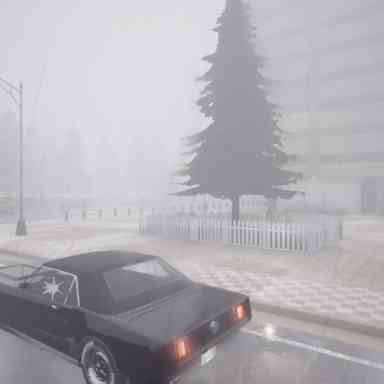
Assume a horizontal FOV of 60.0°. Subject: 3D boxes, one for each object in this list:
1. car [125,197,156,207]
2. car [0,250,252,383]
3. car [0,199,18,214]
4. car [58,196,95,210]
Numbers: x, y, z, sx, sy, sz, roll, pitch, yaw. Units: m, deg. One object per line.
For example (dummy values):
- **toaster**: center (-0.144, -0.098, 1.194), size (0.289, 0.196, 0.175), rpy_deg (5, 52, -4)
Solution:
- **car**: center (-7.823, 1.547, 51.494), size (2.033, 1.411, 5.357), rpy_deg (0, 0, 36)
- **car**: center (-1.606, 1.601, 5.153), size (4.718, 1.301, 1.895), rpy_deg (0, 0, 36)
- **car**: center (-20.495, 1.478, 33.927), size (1.882, 1.535, 5.008), rpy_deg (0, 0, 36)
- **car**: center (-14.600, 1.352, 42.104), size (2.097, 1.767, 4.553), rpy_deg (0, 0, 36)
